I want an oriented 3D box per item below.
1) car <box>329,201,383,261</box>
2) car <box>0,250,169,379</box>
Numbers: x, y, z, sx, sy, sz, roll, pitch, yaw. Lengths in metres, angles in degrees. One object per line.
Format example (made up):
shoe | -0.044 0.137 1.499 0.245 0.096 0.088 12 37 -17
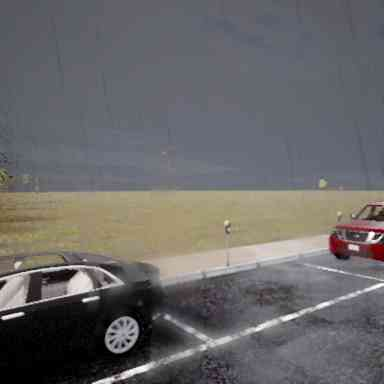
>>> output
car | 6.595 1.225 10.806 5.009 1.841 2.192 -1 1 -36
car | -2.411 1.547 4.369 4.403 1.369 2.008 -1 1 -36
